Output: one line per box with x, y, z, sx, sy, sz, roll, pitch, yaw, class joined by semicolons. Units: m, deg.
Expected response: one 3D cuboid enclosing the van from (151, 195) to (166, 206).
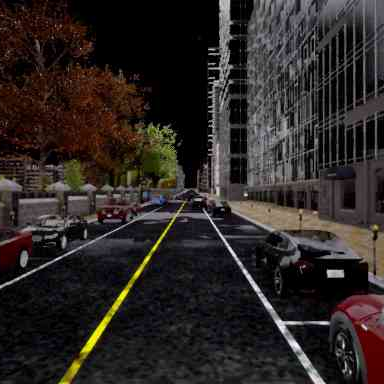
-5.685;1.311;53.782;1.690;1.788;3.998;0;0;0;van

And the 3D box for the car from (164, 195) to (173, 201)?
-5.685;1.450;82.196;1.887;1.381;4.507;0;0;0;car

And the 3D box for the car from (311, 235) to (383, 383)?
2.694;1.439;2.639;1.967;1.590;4.097;0;0;0;car

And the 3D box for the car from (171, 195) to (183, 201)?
-3.000;1.409;76.681;2.033;1.411;5.357;0;0;0;car

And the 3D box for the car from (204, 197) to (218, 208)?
2.695;1.504;48.260;1.752;1.417;4.829;0;0;0;car

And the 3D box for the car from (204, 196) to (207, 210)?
2.694;1.433;36.725;1.967;1.590;4.097;0;0;0;car

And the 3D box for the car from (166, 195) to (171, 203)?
-5.686;1.530;65.148;1.802;1.307;4.206;0;0;0;car

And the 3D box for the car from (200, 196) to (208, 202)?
2.695;1.503;76.498;1.802;1.307;4.206;0;0;0;car

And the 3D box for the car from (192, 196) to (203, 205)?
0.900;1.476;57.785;1.837;1.490;4.892;0;0;0;car

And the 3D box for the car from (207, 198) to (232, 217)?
2.694;1.563;31.044;1.947;1.339;4.313;0;0;0;car

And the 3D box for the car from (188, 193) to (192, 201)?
0.000;1.288;77.230;1.837;1.490;4.892;0;0;0;car

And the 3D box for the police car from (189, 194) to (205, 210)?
0.900;1.413;41.895;1.930;1.638;5.238;0;0;0;police car

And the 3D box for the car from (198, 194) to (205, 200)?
2.696;1.416;93.542;1.887;1.381;4.507;0;0;0;car

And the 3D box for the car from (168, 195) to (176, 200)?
-5.685;1.422;93.563;2.008;1.369;4.403;0;0;0;car

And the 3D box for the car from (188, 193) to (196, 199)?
0.000;1.099;92.200;2.097;1.767;4.553;0;0;0;car

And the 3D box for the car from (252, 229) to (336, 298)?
2.693;1.566;8.319;1.947;1.339;4.313;0;0;0;car

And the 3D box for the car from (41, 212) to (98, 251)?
-5.688;1.551;13.999;2.008;1.369;4.403;0;0;0;car

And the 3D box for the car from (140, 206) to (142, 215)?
-5.687;1.579;31.047;1.802;1.307;4.206;0;0;0;car

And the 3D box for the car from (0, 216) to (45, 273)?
-5.687;1.544;8.317;1.887;1.381;4.507;0;0;0;car

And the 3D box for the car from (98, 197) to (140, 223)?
-5.686;1.314;25.366;2.192;1.841;5.009;0;0;0;car
